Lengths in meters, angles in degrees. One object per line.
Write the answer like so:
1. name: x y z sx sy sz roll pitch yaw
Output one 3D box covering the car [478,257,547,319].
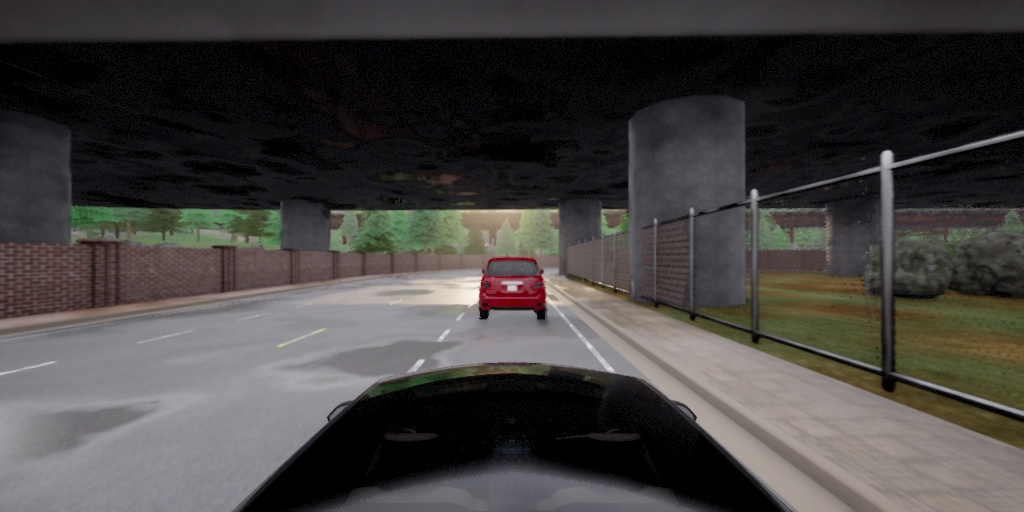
1. car: 0.029 1.040 13.210 2.150 2.045 5.566 0 0 1
